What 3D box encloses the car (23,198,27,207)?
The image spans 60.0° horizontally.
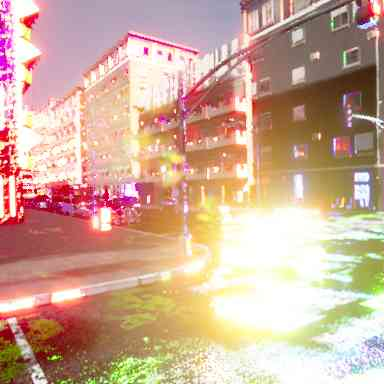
[{"bbox_3d":[-24.669,1.649,51.328,1.947,1.339,4.313,-2,1,-36],"label":"car"}]

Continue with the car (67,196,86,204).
[{"bbox_3d":[-21.101,1.414,60.713,2.008,1.369,4.403,-2,1,-36],"label":"car"}]

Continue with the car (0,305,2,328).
[{"bbox_3d":[-4.478,1.576,3.372,4.403,1.369,2.008,-1,0,-36],"label":"car"}]

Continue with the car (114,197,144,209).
[{"bbox_3d":[-8.174,1.346,42.741,2.008,1.369,4.403,-2,1,-36],"label":"car"}]

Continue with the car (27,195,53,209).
[{"bbox_3d":[-21.441,1.506,46.834,1.967,1.590,4.097,-2,1,-36],"label":"car"}]

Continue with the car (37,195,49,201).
[{"bbox_3d":[-37.258,1.502,83.177,1.887,1.381,4.507,-2,1,-36],"label":"car"}]

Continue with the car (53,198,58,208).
[{"bbox_3d":[-19.677,1.593,48.983,1.895,1.301,4.718,-2,1,-35],"label":"car"}]

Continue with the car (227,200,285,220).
[{"bbox_3d":[4.652,1.259,24.909,1.752,1.417,4.829,-2,1,-36],"label":"car"}]

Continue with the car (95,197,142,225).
[{"bbox_3d":[-5.283,1.426,24.371,1.967,1.590,4.097,-2,1,-36],"label":"car"}]

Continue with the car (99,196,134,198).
[{"bbox_3d":[-6.533,1.433,30.549,1.837,1.490,4.892,-2,1,-36],"label":"car"}]

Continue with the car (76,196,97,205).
[{"bbox_3d":[-17.869,1.411,56.220,1.947,1.339,4.313,-2,1,-36],"label":"car"}]

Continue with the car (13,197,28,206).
[{"bbox_3d":[-31.133,1.664,60.314,1.887,1.381,4.507,-2,1,-36],"label":"car"}]

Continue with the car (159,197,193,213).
[{"bbox_3d":[-1.714,1.204,33.754,1.967,1.590,4.097,-2,1,-36],"label":"car"}]

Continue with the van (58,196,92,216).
[{"bbox_3d":[-11.748,1.358,33.354,1.690,1.788,3.998,-2,1,-36],"label":"van"}]

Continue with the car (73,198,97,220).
[{"bbox_3d":[-8.413,1.526,28.726,1.752,1.417,4.829,-2,1,-36],"label":"car"}]

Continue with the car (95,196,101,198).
[{"bbox_3d":[-14.640,1.269,51.725,1.967,1.590,4.097,-2,1,-36],"label":"car"}]
